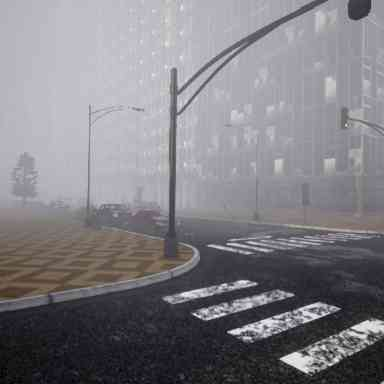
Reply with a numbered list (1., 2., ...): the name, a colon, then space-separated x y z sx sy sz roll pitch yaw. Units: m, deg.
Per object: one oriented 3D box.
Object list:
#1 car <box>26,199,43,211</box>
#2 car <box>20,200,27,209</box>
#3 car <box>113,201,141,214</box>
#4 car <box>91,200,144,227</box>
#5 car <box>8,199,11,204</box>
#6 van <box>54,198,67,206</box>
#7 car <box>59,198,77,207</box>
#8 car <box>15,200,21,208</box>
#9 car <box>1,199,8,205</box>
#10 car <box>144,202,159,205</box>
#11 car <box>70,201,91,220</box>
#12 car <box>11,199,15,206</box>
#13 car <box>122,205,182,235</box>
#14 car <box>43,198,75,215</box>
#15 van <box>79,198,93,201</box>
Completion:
1. car: -21.769 1.959 47.328 2.008 1.369 4.403 1 -1 -35
2. car: -25.023 2.029 51.987 1.947 1.339 4.313 1 -1 -35
3. car: -8.486 1.974 42.946 1.752 1.417 4.829 1 -1 -35
4. car: -5.496 1.575 24.033 1.967 1.590 4.097 1 -1 -35
5. car: -34.787 2.209 65.965 1.802 1.307 4.206 1 -1 -35
6. van: -27.916 2.117 70.765 1.690 1.788 3.998 1 -1 -35
7. car: -24.662 2.036 66.106 2.192 1.841 5.009 1 -1 -35
8. car: -28.277 2.062 56.647 1.887 1.381 4.507 1 -1 -35
9. car: -41.296 2.287 75.283 2.008 1.369 4.403 1 -1 -35
10. car: -5.135 1.832 38.149 1.967 1.590 4.097 1 -1 -35
11. car: -8.653 1.713 28.552 1.752 1.417 4.829 1 -1 -35
12. car: -31.533 2.123 61.305 2.008 1.369 4.403 1 -1 -35
13. car: -2.241 1.662 19.372 1.802 1.307 4.206 1 -1 -35
14. car: -15.259 1.739 38.011 1.967 1.590 4.097 1 -1 -35
15. van: -18.153 1.952 56.787 1.690 1.788 3.998 1 -1 -35
